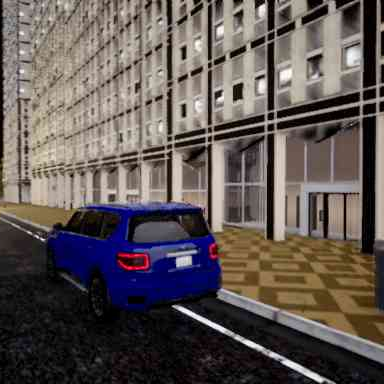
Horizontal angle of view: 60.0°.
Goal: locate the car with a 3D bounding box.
[{"bbox_3d":[-1.690,1.241,7.586,2.150,2.045,5.566,-1,0,-36],"label":"car"}]
